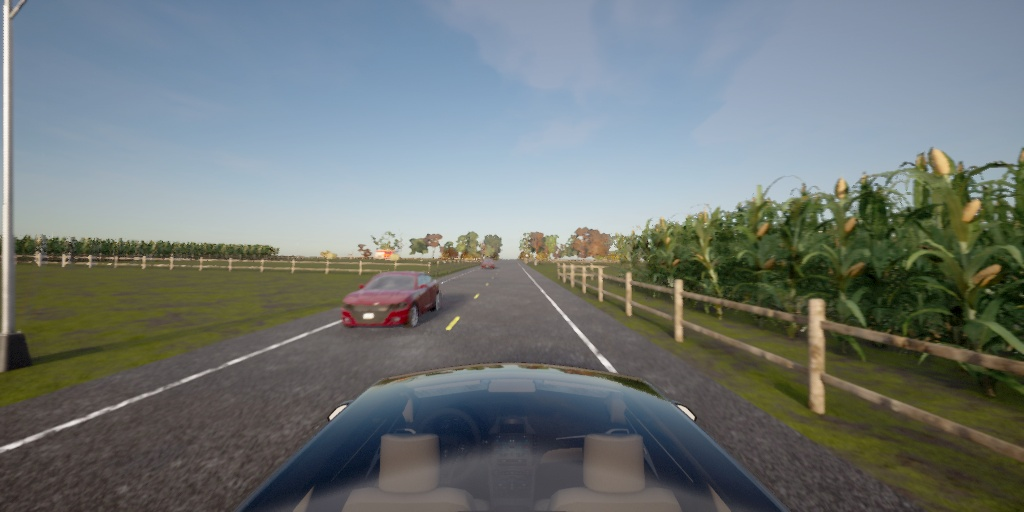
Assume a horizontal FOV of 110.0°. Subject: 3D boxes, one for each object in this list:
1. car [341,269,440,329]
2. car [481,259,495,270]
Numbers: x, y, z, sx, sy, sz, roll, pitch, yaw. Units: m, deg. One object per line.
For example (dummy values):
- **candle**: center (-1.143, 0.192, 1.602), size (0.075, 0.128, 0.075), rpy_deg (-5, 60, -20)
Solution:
- **car**: center (-3.601, 1.230, 11.497), size (1.882, 1.535, 5.008), rpy_deg (0, 0, 0)
- **car**: center (-3.564, 1.240, 54.434), size (1.882, 1.535, 5.008), rpy_deg (0, 0, 0)
